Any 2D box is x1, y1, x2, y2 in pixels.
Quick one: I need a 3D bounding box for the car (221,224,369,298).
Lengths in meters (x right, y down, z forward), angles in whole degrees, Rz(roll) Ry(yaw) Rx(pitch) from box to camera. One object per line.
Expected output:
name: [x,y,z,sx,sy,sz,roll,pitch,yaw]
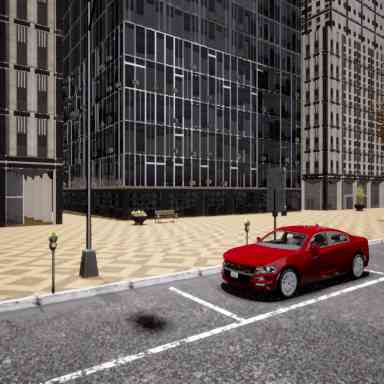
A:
car: [2.749,1.545,8.502,4.507,1.381,1.887,0,0,-35]
